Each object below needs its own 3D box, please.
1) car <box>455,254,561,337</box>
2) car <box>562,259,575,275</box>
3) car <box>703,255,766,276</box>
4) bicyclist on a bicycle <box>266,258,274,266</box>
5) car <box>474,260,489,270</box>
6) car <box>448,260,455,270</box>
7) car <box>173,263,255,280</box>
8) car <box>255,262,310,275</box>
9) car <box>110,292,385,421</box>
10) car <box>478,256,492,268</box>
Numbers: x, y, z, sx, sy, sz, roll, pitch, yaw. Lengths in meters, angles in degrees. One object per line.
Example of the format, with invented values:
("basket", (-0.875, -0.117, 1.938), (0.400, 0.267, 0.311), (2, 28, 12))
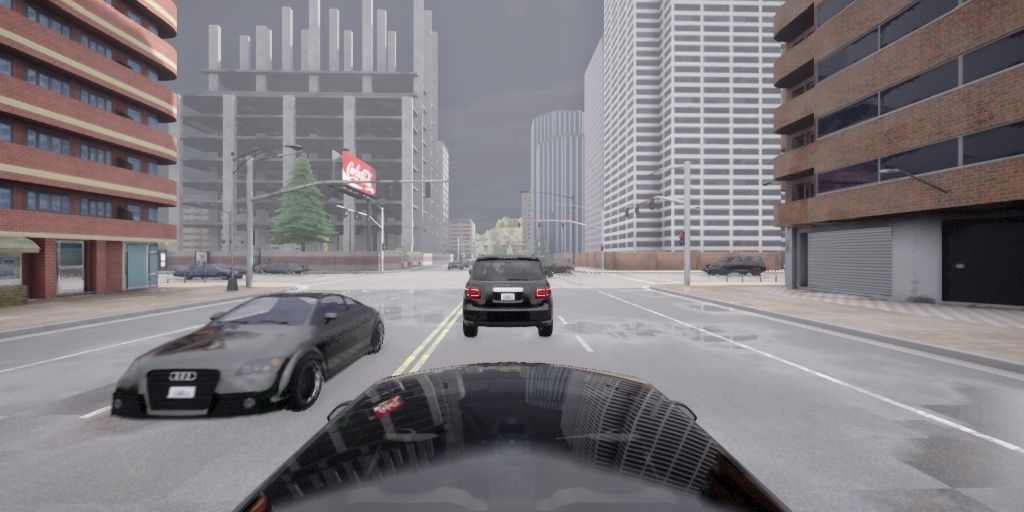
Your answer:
("car", (-0.116, 0.971, 10.421), (2.150, 2.045, 5.566), (0, 0, -1))
("car", (4.362, 1.099, 38.613), (4.553, 1.767, 2.097), (0, 0, -1))
("car", (22.018, 0.963, 35.561), (5.566, 2.045, 2.150), (-1, 0, -2))
("bicyclist on a bicycle", (-28.682, 1.048, 42.559), (0.582, 1.620, 1.656), (0, 0, -1))
("car", (-4.635, 1.348, 54.727), (1.895, 1.301, 4.718), (0, 0, -1))
("car", (-8.086, 1.311, 52.192), (1.994, 1.385, 4.181), (0, 0, -1))
("car", (-25.608, 1.295, 30.650), (5.357, 1.411, 2.033), (0, 0, -1))
("car", (-24.412, 1.295, 37.884), (5.357, 1.411, 2.033), (0, 0, -1))
("car", (-3.662, 1.313, 5.930), (1.994, 1.385, 4.181), (0, 0, -1))
("car", (-4.797, 0.968, 64.768), (2.150, 2.045, 5.566), (0, 0, -1))
